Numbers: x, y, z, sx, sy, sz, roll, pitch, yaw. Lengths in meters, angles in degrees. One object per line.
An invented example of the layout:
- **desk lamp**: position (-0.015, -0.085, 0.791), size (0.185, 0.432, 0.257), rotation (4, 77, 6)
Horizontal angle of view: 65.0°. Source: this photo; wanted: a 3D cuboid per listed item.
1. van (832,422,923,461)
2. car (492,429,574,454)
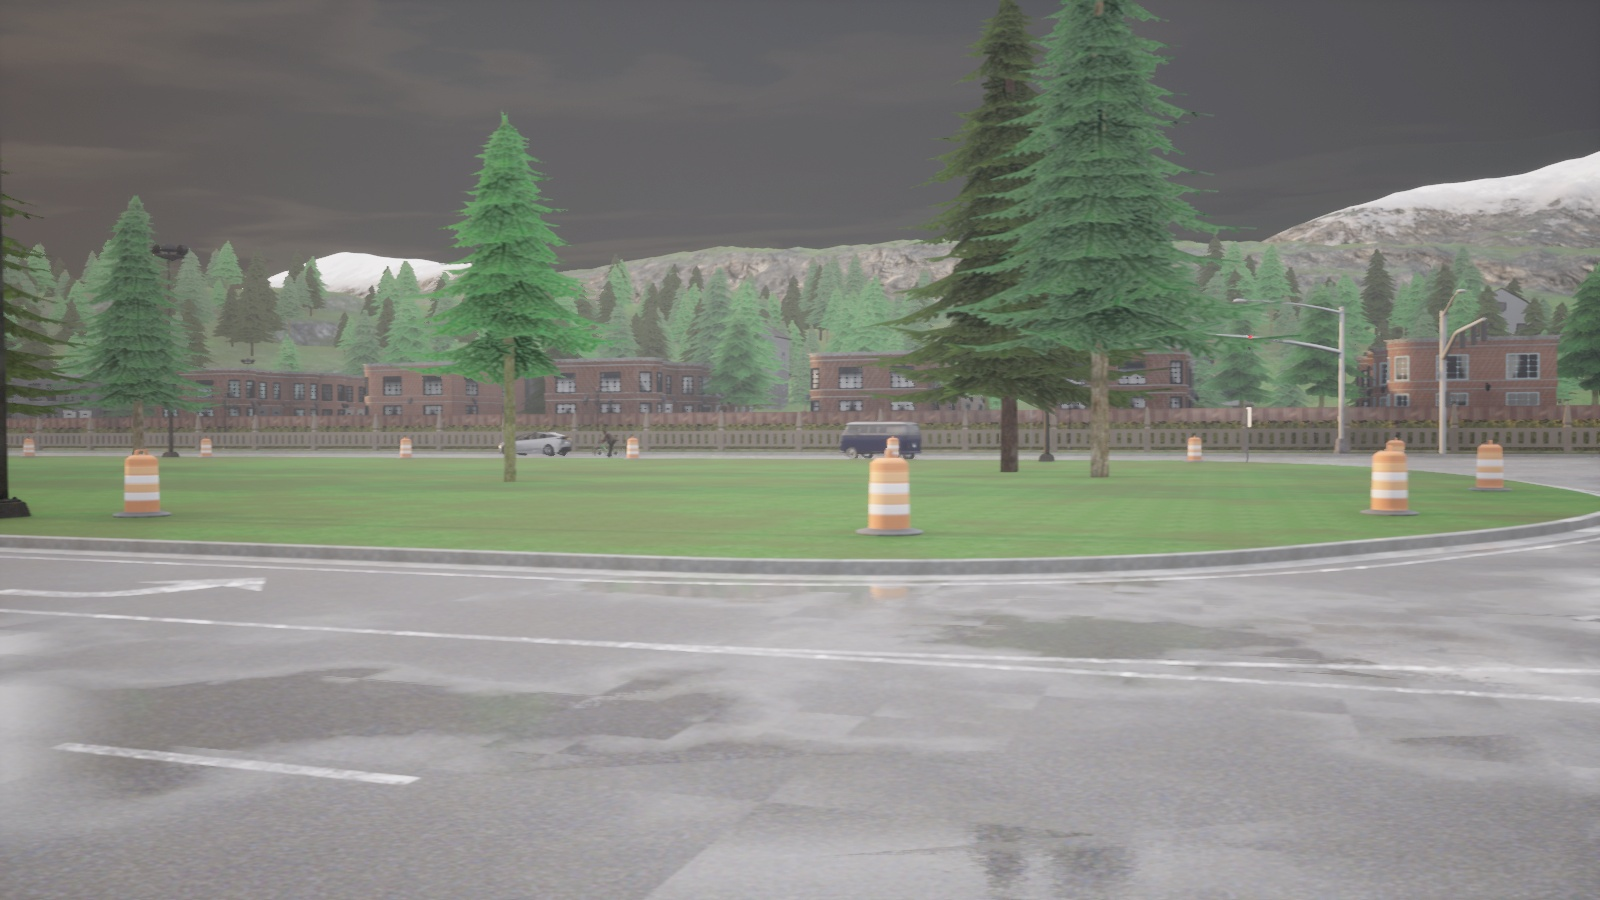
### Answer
- **van**: position (4.010, -0.453, 65.355), size (4.442, 1.987, 1.775), rotation (1, 1, 36)
- **car**: position (-16.431, -0.528, 77.372), size (4.514, 1.525, 2.007), rotation (1, 1, 18)
